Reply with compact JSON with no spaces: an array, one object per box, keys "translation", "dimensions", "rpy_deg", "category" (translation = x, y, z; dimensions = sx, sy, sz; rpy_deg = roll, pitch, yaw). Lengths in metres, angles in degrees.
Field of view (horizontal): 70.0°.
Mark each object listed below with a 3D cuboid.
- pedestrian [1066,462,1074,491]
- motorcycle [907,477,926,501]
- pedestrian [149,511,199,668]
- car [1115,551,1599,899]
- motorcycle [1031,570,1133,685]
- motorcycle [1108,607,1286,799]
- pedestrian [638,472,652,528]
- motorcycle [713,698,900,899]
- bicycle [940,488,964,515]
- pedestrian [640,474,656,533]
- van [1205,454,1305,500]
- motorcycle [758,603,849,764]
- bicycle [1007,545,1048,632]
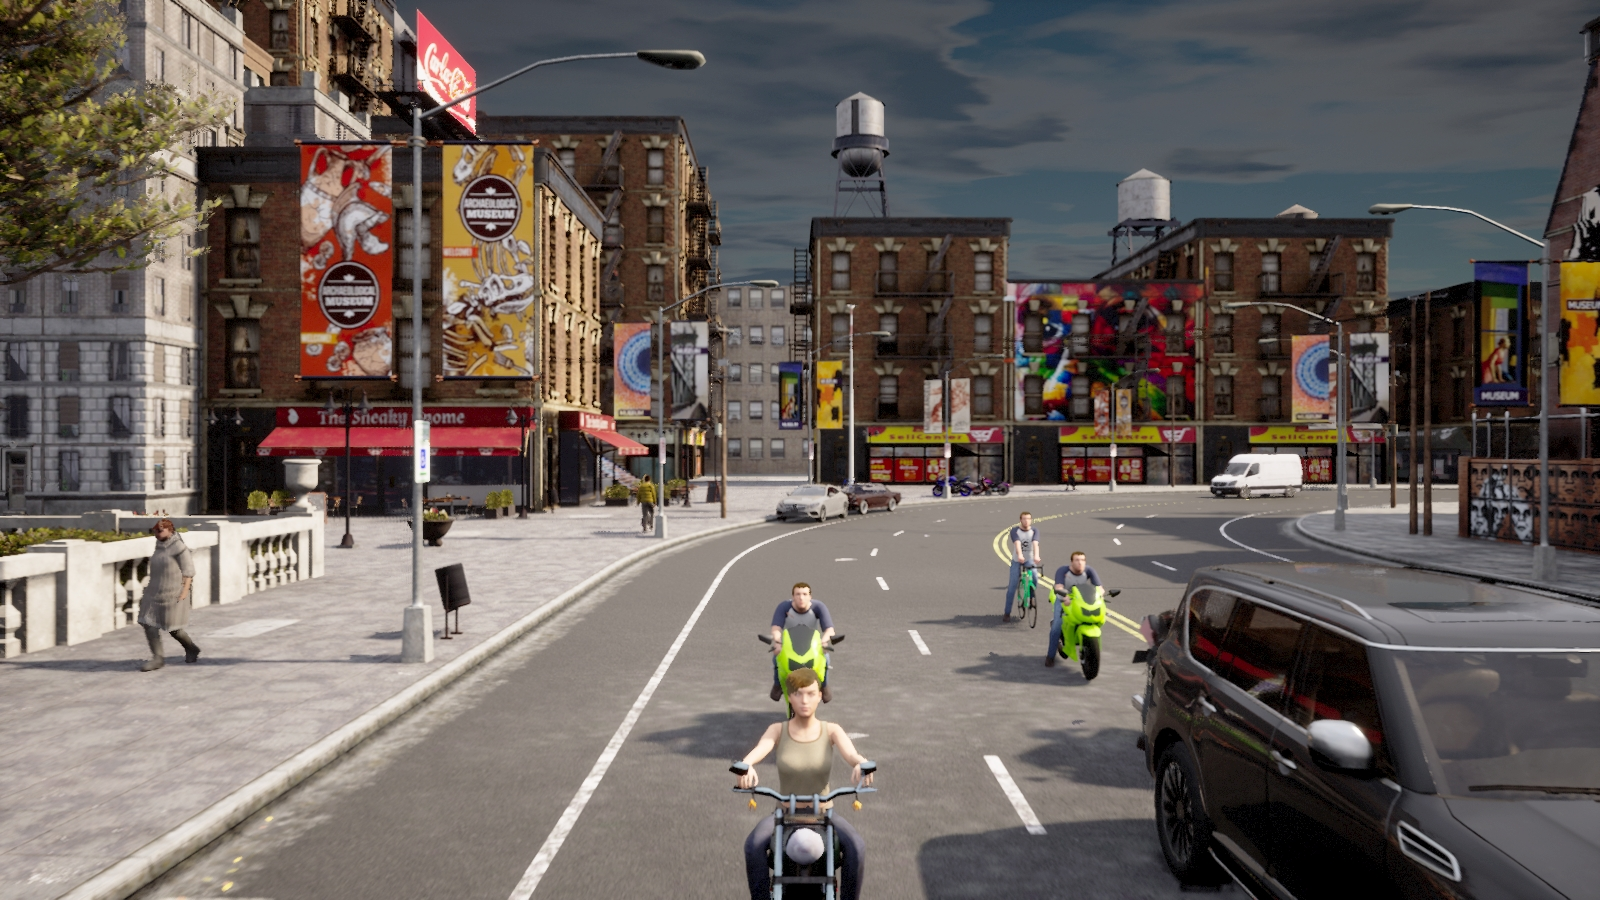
[{"translation":[17.223,1.694,72.872],"dimensions":[0.375,1.860,0.375],"rpy_deg":[0,0,-34],"category":"pedestrian"},{"translation":[6.498,2.178,63.807],"dimensions":[0.856,1.236,1.805],"rpy_deg":[0,0,0],"category":"motorcycle"},{"translation":[-7.670,1.695,14.007],"dimensions":[0.375,1.860,0.375],"rpy_deg":[0,0,17],"category":"pedestrian"},{"translation":[3.472,1.781,5.923],"dimensions":[2.150,2.045,5.566],"rpy_deg":[0,0,0],"category":"car"},{"translation":[3.543,2.212,14.540],"dimensions":[0.803,1.145,2.033],"rpy_deg":[0,0,1],"category":"motorcycle"},{"translation":[3.515,2.204,10.368],"dimensions":[0.867,1.251,2.209],"rpy_deg":[0,0,0],"category":"motorcycle"},{"translation":[-5.271,1.696,38.880],"dimensions":[0.375,1.860,0.375],"rpy_deg":[0,0,7],"category":"pedestrian"},{"translation":[0.032,2.170,5.841],"dimensions":[0.764,1.277,2.356],"rpy_deg":[0,0,0],"category":"motorcycle"},{"translation":[6.668,2.253,50.185],"dimensions":[0.859,1.080,1.487],"rpy_deg":[0,0,0],"category":"bicycle"},{"translation":[-4.812,1.694,36.141],"dimensions":[0.375,1.860,0.375],"rpy_deg":[0,0,13],"category":"pedestrian"},{"translation":[26.556,1.531,66.613],"dimensions":[5.915,2.561,1.988],"rpy_deg":[0,0,-27],"category":"van"},{"translation":[0.033,2.212,11.155],"dimensions":[0.803,1.145,2.033],"rpy_deg":[0,0,0],"category":"motorcycle"},{"translation":[3.659,2.205,18.431],"dimensions":[0.373,1.196,1.643],"rpy_deg":[0,0,1],"category":"bicycle"}]
